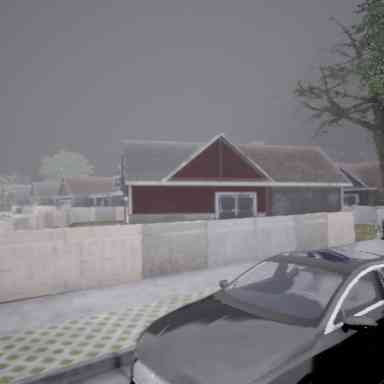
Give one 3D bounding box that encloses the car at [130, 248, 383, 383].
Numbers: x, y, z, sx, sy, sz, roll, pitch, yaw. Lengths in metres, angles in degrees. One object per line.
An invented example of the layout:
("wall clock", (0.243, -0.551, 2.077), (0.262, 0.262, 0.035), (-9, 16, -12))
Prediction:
("car", (1.591, 1.569, 4.259), (4.902, 1.511, 2.128), (0, -2, -36))
